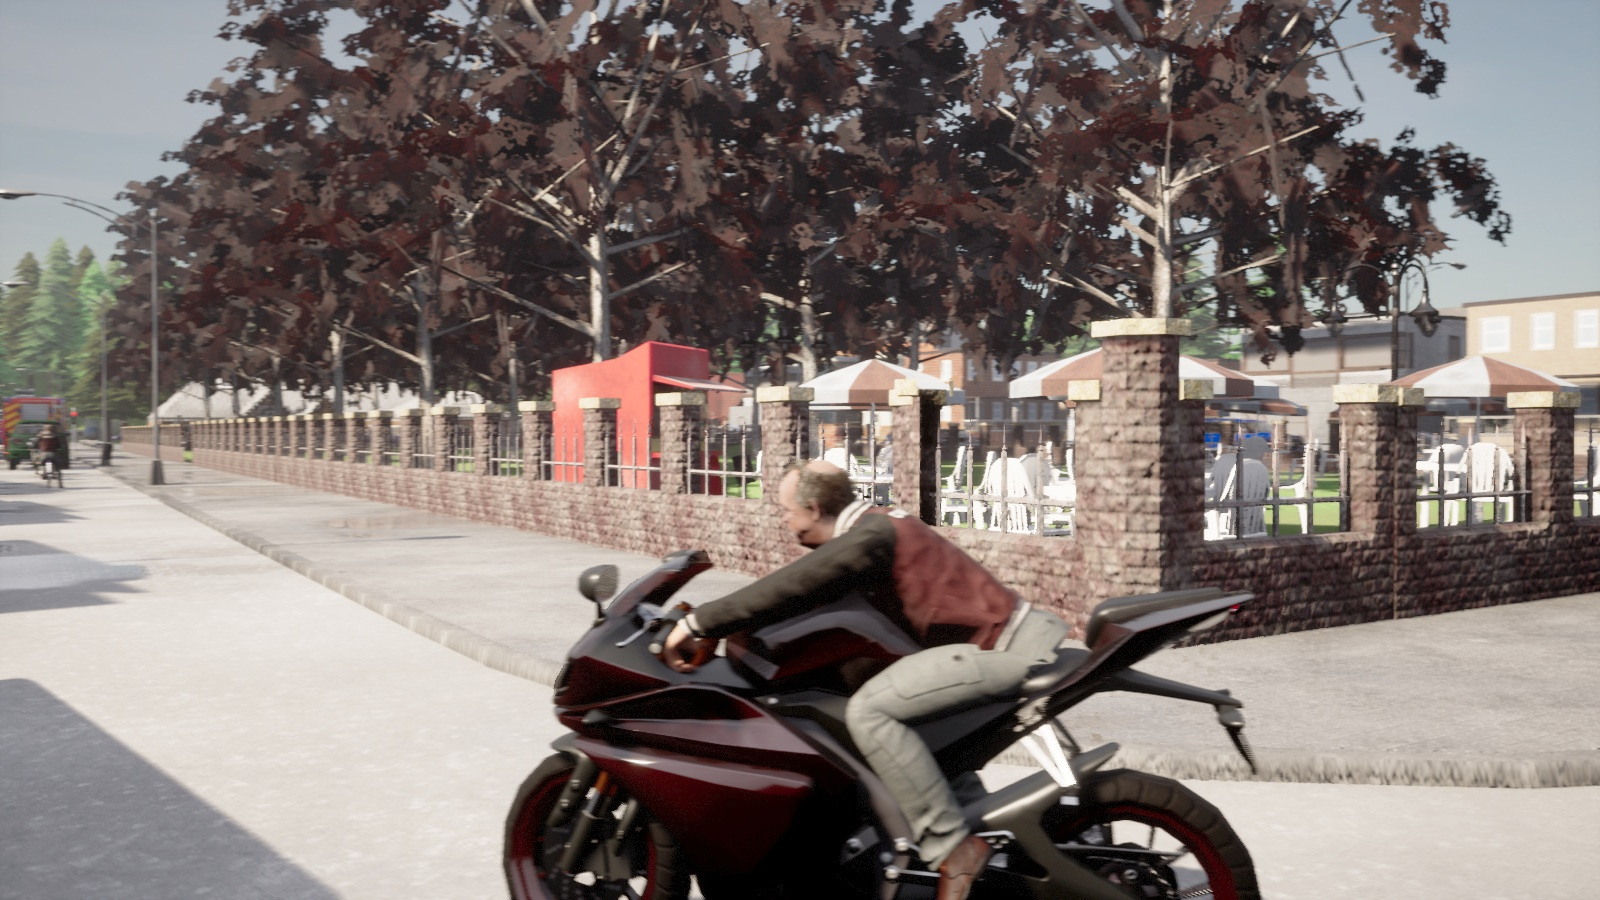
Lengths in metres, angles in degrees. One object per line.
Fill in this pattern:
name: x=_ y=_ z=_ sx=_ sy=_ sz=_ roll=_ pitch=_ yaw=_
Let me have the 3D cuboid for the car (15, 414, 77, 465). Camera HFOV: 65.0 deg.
car: x=-31.978 y=-0.474 z=53.211 sx=2.150 sy=2.045 sz=5.566 roll=0 pitch=1 yaw=-32

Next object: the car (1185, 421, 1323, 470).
car: x=19.884 y=-0.225 z=55.259 sx=2.150 sy=2.045 sz=5.566 roll=0 pitch=1 yaw=-31

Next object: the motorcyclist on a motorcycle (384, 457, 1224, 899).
motorcyclist on a motorcycle: x=0.028 y=0.804 z=3.602 sx=2.191 sy=1.530 sz=0.866 roll=1 pitch=-1 yaw=15

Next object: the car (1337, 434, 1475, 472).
car: x=25.689 y=0.073 z=53.443 sx=2.128 sy=1.511 sz=4.902 roll=0 pitch=1 yaw=-32

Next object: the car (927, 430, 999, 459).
car: x=9.353 y=-0.346 z=72.622 sx=2.033 sy=1.649 sz=4.856 roll=0 pitch=1 yaw=-21

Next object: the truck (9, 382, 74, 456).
truck: x=-42.007 y=-1.672 z=69.567 sx=2.891 sy=3.827 sz=8.468 roll=0 pitch=1 yaw=-31
